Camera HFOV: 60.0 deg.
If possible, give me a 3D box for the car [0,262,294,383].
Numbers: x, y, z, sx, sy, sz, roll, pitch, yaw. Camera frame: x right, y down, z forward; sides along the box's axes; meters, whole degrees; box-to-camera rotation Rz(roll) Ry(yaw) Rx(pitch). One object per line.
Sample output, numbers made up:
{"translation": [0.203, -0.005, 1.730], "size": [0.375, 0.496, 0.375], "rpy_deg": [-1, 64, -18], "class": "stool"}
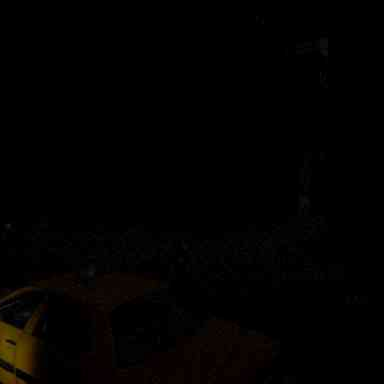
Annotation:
{"translation": [-1.349, 1.523, 3.923], "size": [4.829, 1.417, 1.752], "rpy_deg": [0, 0, 36], "class": "car"}
